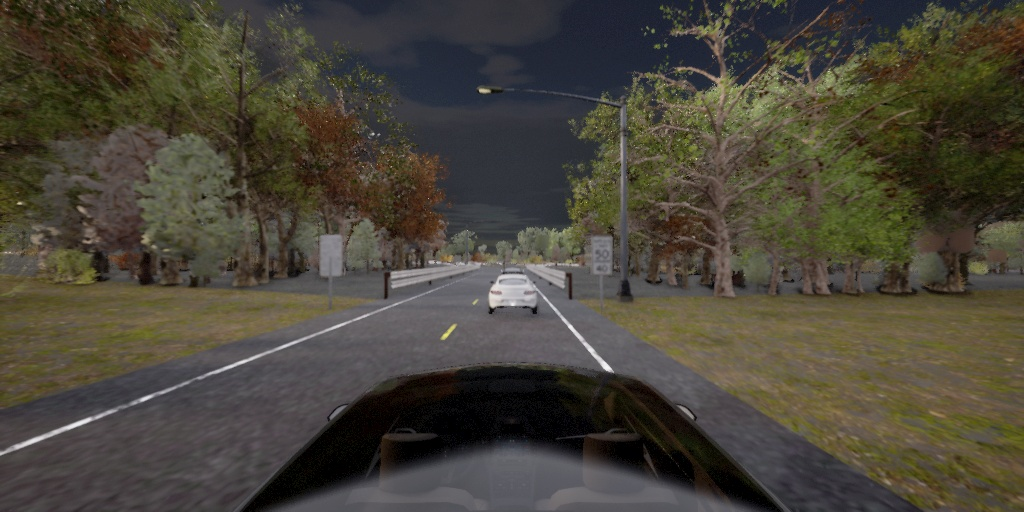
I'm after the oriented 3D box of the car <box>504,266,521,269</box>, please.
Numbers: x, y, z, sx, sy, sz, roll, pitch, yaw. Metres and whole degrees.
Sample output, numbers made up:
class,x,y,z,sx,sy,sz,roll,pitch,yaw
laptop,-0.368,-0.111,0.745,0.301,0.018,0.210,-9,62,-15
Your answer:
class,x,y,z,sx,sy,sz,roll,pitch,yaw
car,0.053,1.610,30.282,1.882,1.535,5.008,0,0,0

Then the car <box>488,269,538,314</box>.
class,x,y,z,sx,sy,sz,roll,pitch,yaw
car,0.049,1.450,14.746,1.812,1.442,4.674,0,-1,0
